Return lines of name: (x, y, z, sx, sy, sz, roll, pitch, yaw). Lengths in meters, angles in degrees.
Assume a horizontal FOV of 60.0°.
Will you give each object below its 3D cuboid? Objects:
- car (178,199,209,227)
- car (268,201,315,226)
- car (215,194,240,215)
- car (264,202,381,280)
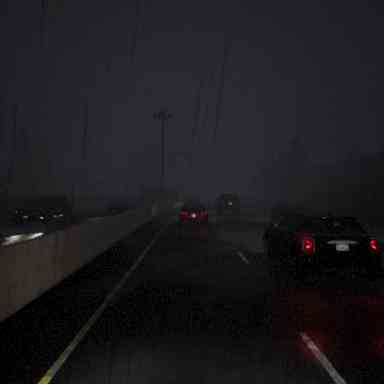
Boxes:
car: (0.110, 1.505, 23.079, 2.163, 1.488, 4.792, 0, 0, 0)
car: (7.111, 1.479, 24.351, 1.882, 1.535, 5.008, 0, 0, 0)
car: (3.616, 1.223, 34.147, 2.150, 2.045, 5.566, 0, 0, 0)
car: (3.607, 1.352, 10.097, 2.097, 1.767, 4.553, 0, 0, 0)
